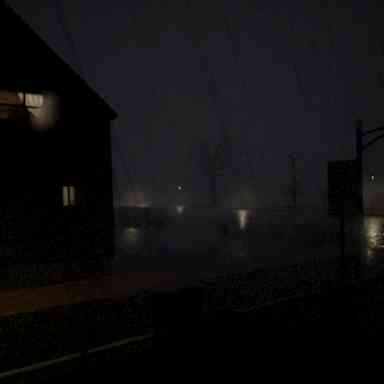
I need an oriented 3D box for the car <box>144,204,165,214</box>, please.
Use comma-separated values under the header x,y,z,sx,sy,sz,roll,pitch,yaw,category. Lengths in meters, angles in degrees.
x,y,z,sx,sy,sz,roll,pitch,yaw,category
-5.395,2.417,47.209,1.994,1.385,4.181,-2,1,-30,car
